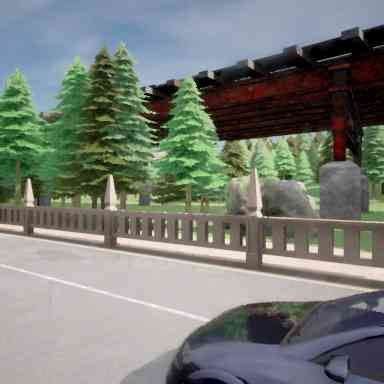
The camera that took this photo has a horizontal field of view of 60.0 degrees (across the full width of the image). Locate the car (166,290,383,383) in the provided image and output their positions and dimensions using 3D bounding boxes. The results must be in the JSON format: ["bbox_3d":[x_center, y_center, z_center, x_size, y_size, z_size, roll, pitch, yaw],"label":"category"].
[{"bbox_3d":[1.806,1.564,2.704,4.181,1.385,1.994,0,0,35],"label":"car"}]
